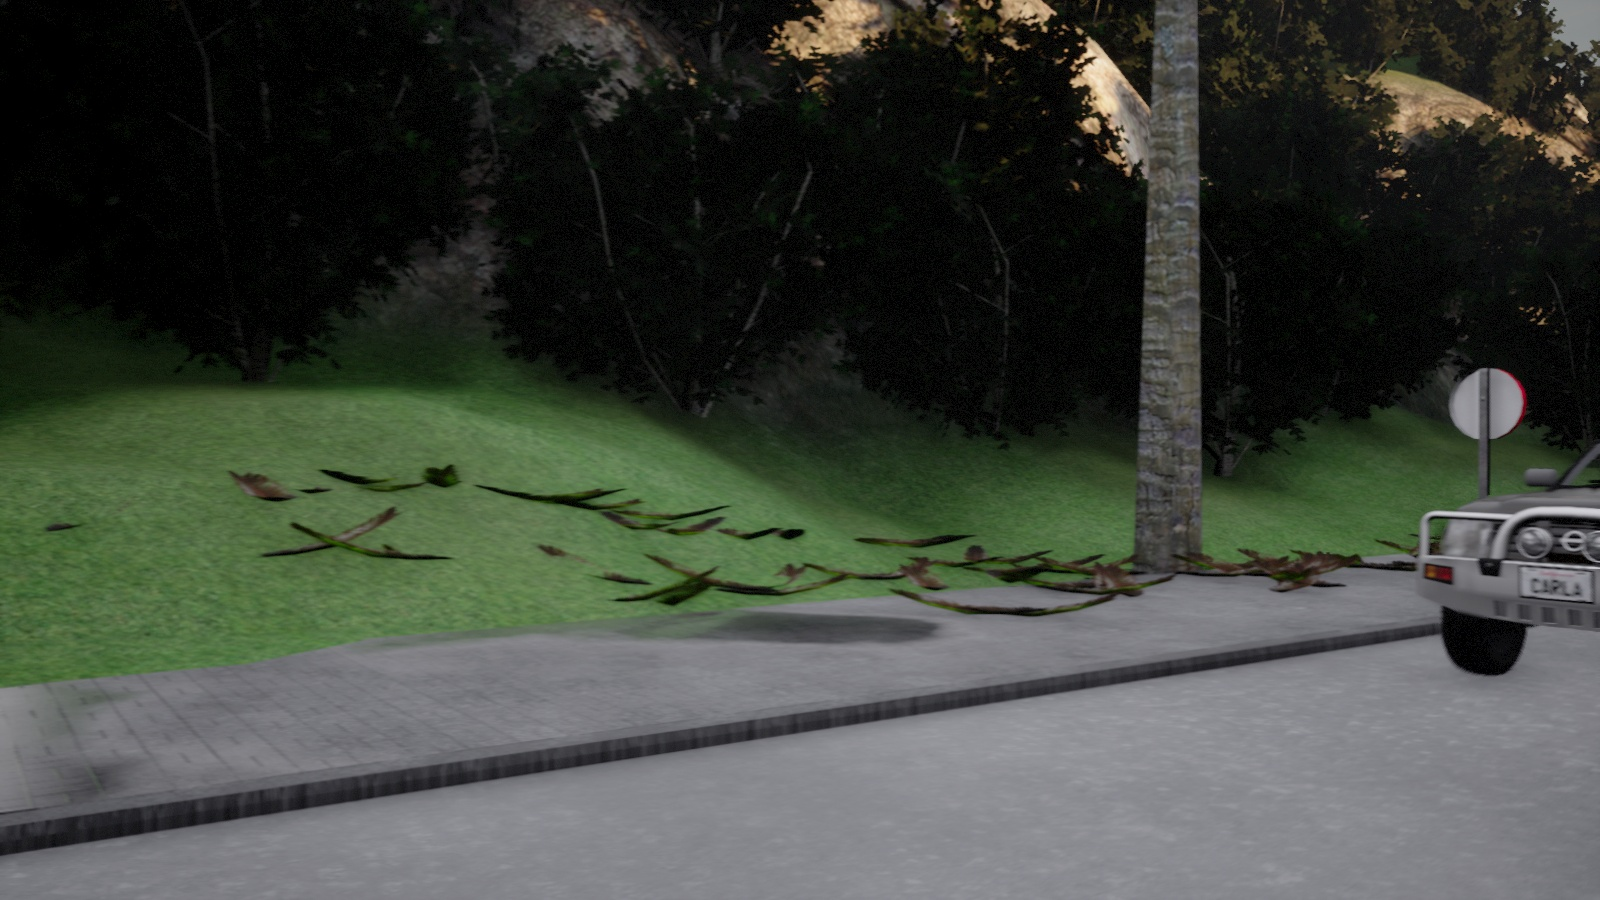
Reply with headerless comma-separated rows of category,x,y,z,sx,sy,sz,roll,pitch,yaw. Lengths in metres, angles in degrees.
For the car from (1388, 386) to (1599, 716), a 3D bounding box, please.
car,6.228,0.569,8.606,4.605,1.855,1.932,0,0,-35
